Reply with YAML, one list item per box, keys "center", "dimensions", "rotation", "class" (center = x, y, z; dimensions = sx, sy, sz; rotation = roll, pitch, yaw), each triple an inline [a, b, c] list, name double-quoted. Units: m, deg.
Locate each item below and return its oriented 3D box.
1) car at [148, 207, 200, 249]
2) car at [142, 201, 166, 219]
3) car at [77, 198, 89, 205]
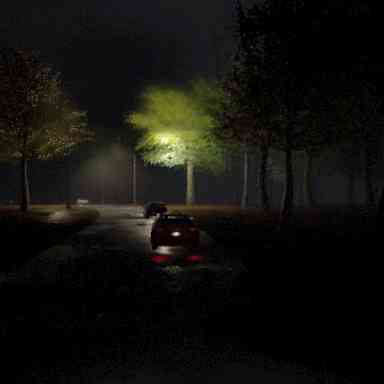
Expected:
- center: [-0.831, 1.598, 14.829]
  dimensions: [1.994, 1.385, 4.181]
  rotation: [0, 0, -6]
  class: "car"
- center: [-3.307, 1.616, 29.784]
  dimensions: [1.837, 1.490, 4.892]
  rotation: [0, 0, -13]
  class: "car"
- center: [-23.427, 2.051, 71.279]
  dimensions: [1.812, 1.442, 4.674]
  rotation: [0, -1, -30]
  class: "car"
